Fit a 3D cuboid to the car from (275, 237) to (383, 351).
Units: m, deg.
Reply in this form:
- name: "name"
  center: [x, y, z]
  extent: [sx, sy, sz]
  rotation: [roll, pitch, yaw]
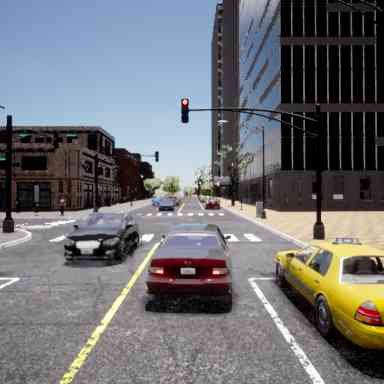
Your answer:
- name: "car"
  center: [2.837, 1.527, 6.377]
  extent: [1.752, 1.417, 4.829]
  rotation: [1, 0, 0]

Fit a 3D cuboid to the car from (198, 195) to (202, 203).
- name: "car"
  center: [2.687, 1.553, 72.000]
  extent: [1.752, 1.417, 4.829]
  rotation: [1, 0, 0]

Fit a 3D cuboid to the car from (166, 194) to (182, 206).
- name: "car"
  center: [-3.102, 1.371, 53.722]
  extent: [2.097, 1.767, 4.553]
  rotation: [0, 0, 0]

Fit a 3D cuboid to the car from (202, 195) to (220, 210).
- name: "car"
  center: [2.694, 1.456, 44.155]
  extent: [1.967, 1.590, 4.097]
  rotation: [1, 0, 0]

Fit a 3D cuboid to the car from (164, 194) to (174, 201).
- name: "car"
  center: [-5.692, 1.348, 82.909]
  extent: [2.192, 1.841, 5.009]
  rotation: [1, 0, 0]

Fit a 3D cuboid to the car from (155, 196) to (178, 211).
- name: "car"
  center: [-3.132, 1.562, 41.139]
  extent: [2.033, 1.411, 5.357]
  rotation: [0, 0, -3]

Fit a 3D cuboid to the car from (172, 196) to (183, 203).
- name: "car"
  center: [-3.015, 1.519, 69.389]
  extent: [2.128, 1.511, 4.902]
  rotation: [0, 0, 0]

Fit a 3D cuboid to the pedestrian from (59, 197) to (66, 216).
- name: "pedestrian"
  center: [-12.551, 1.369, 32.147]
  extent: [0.375, 1.860, 0.375]
  rotation: [0, 0, 1]

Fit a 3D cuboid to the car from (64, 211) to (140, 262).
- name: "car"
  center: [-3.105, 1.495, 12.290]
  extent: [2.128, 1.511, 4.902]
  rotation: [0, 0, 0]

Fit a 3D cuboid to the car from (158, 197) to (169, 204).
- name: "car"
  center: [-5.693, 1.607, 66.306]
  extent: [1.802, 1.307, 4.206]
  rotation: [1, 0, 0]

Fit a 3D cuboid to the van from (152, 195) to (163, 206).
- name: "van"
  center: [-5.687, 1.362, 55.237]
  extent: [1.690, 1.788, 3.998]
  rotation: [1, 0, 0]

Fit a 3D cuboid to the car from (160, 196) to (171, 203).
- name: "car"
  center: [-5.694, 1.594, 71.840]
  extent: [1.947, 1.339, 4.313]
  rotation: [1, 0, 0]

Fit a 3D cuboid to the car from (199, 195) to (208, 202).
- name: "car"
  center: [2.686, 1.556, 77.534]
  extent: [1.752, 1.417, 4.829]
  rotation: [1, 0, 0]

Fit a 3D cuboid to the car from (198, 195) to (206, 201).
- name: "car"
  center: [2.683, 1.580, 88.434]
  extent: [1.887, 1.381, 4.507]
  rotation: [1, 0, 0]

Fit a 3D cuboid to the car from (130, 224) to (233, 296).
- name: "car"
  center: [0.074, 1.550, 8.828]
  extent: [2.033, 1.411, 5.357]
  rotation: [0, 0, 3]
